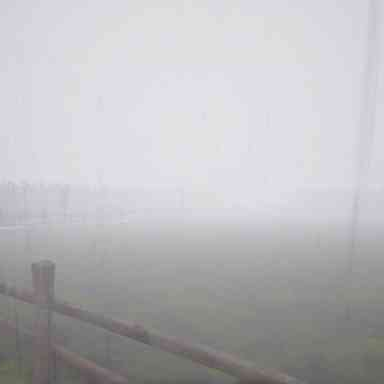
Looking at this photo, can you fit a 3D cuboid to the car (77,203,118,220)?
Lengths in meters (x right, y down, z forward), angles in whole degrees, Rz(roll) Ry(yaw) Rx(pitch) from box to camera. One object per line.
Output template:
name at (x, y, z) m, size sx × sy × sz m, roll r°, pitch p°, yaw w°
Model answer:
car at (-10.084, 2.106, 36.068) m, size 2.097 × 1.767 × 4.553 m, roll -1°, pitch -2°, yaw 36°

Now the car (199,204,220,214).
car at (3.019, 2.755, 53.983) m, size 2.128 × 1.511 × 4.902 m, roll -1°, pitch -2°, yaw 36°

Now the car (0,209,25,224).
car at (-16.501, 2.104, 27.288) m, size 1.895 × 1.301 × 4.718 m, roll -1°, pitch -2°, yaw 37°
